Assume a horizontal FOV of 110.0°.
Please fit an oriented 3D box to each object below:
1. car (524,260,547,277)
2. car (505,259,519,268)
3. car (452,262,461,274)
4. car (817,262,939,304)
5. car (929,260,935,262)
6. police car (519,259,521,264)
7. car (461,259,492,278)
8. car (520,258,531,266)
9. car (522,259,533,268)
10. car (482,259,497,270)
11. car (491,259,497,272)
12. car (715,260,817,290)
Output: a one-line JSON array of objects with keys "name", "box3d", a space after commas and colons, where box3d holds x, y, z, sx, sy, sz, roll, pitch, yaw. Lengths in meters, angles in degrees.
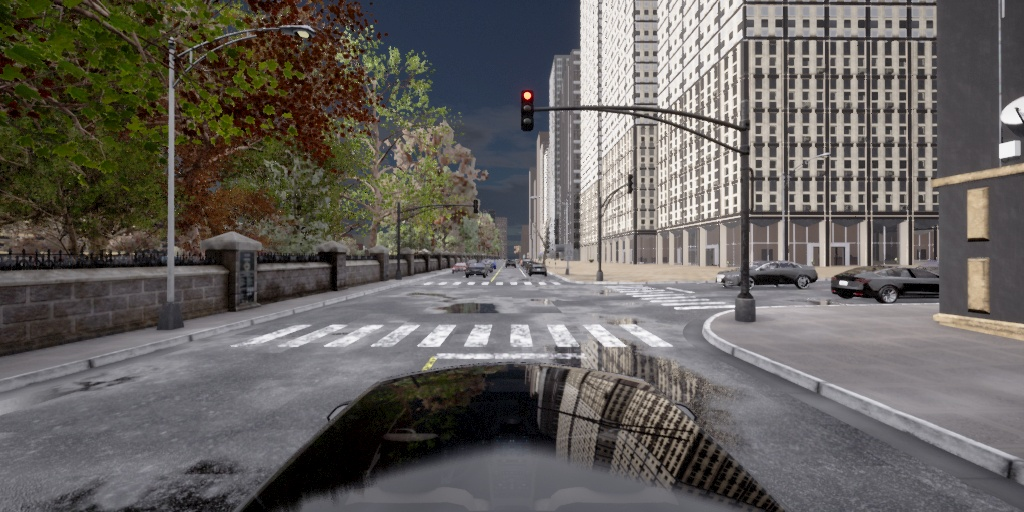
[{"name": "car", "box3d": [2.513, 1.330, 36.109, 1.948, 1.339, 4.313, 0, 0, 0]}, {"name": "car", "box3d": [-0.218, 1.292, 63.365, 1.837, 1.490, 4.892, 0, -1, 0]}, {"name": "car", "box3d": [-5.897, 1.350, 41.697, 1.802, 1.307, 4.207, 0, 0, 0]}, {"name": "car", "box3d": [14.627, 1.026, 13.590, 4.313, 1.339, 1.948, 0, 0, -1]}, {"name": "car", "box3d": [23.922, 0.873, 19.482, 5.357, 1.411, 2.033, -1, 0, 0]}, {"name": "police car", "box3d": [2.809, 1.217, 64.533, 1.930, 1.638, 5.238, 0, 0, 0]}, {"name": "car", "box3d": [-3.265, 1.311, 34.137, 2.033, 1.411, 5.357, 0, 0, 0]}, {"name": "car", "box3d": [2.454, 1.339, 47.374, 1.948, 1.339, 4.313, 0, 0, 0]}, {"name": "car", "box3d": [2.483, 1.334, 41.741, 1.948, 1.339, 4.313, 0, 0, 0]}, {"name": "car", "box3d": [-3.360, 1.258, 54.521, 1.882, 1.535, 5.008, 0, 0, 0]}, {"name": "car", "box3d": [-3.316, 1.262, 44.155, 2.128, 1.511, 4.902, 0, 0, 0]}, {"name": "car", "box3d": [13.651, 0.993, 19.384, 4.902, 1.511, 2.128, -1, 0, 0]}]
